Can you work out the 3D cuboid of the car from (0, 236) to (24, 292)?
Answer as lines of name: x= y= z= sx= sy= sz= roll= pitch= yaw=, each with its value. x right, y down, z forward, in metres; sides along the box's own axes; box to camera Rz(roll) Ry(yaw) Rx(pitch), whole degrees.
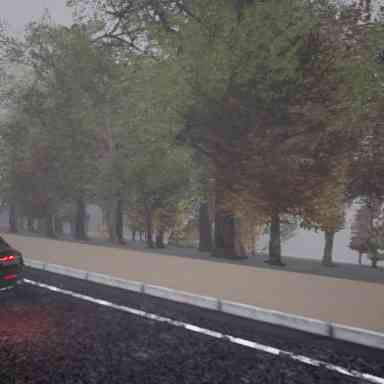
car: x=-5.879 y=1.570 z=7.874 sx=4.892 sy=1.490 sz=1.837 roll=-1 pitch=0 yaw=36
